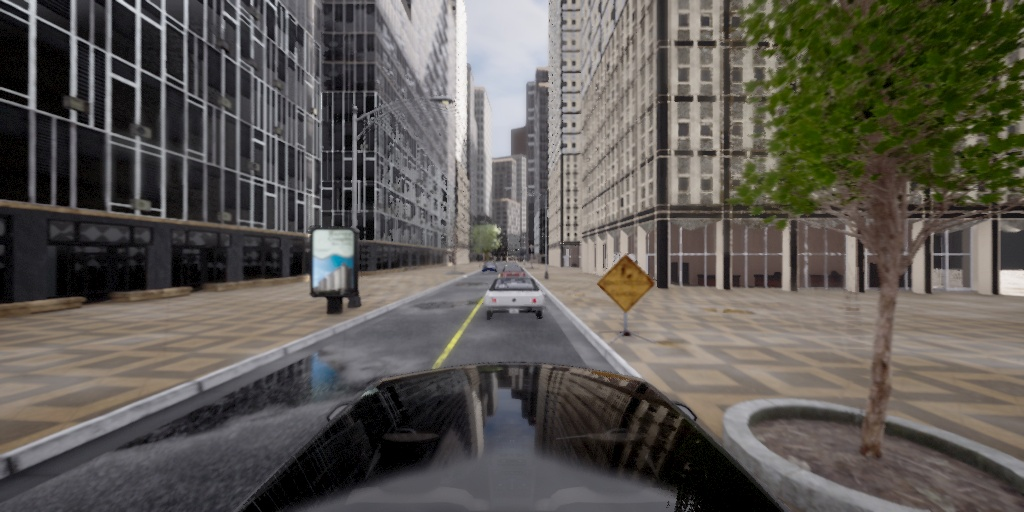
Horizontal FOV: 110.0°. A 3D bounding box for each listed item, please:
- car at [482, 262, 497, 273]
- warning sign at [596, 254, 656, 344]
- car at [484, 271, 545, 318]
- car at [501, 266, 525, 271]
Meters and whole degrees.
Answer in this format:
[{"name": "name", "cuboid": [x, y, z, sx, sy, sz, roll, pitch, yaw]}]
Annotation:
[{"name": "car", "cuboid": [-2.846, 1.454, 46.452, 2.033, 1.411, 5.357, 0, 0, 0]}, {"name": "warning sign", "cuboid": [2.516, 0.886, 7.953, 1.300, 1.860, 1.060, 0, 0, 0]}, {"name": "car", "cuboid": [0.079, 1.389, 13.087, 1.895, 1.301, 4.718, 0, 0, 0]}, {"name": "car", "cuboid": [0.077, 1.440, 28.278, 1.895, 1.301, 4.718, 0, 0, 0]}]
